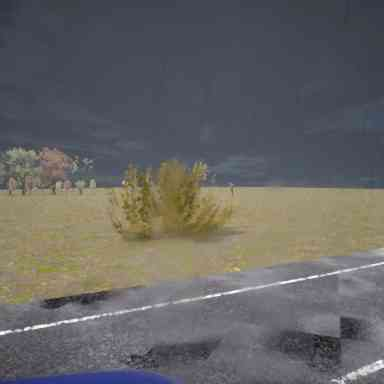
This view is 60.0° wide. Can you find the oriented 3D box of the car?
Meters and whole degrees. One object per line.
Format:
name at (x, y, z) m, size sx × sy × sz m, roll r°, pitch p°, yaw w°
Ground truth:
car at (-1.732, 1.525, 1.087) m, size 4.674 × 1.442 × 1.812 m, roll 0°, pitch 0°, yaw -30°
